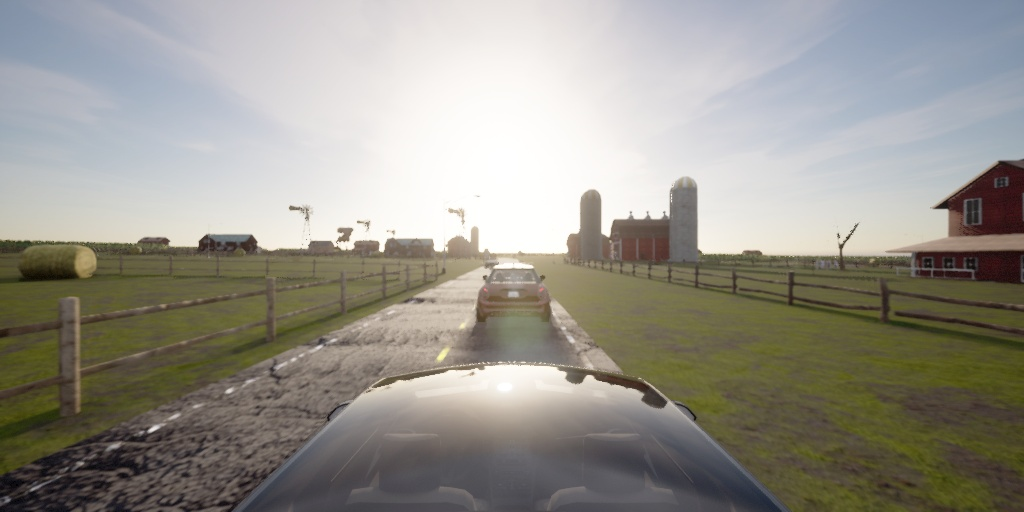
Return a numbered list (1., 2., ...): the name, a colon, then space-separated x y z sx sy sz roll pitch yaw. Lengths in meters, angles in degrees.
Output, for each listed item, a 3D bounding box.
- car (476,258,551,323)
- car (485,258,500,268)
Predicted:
1. car: 0.063 1.032 11.901 2.097 1.767 4.553 0 1 1
2. car: -2.786 0.962 51.957 1.994 1.385 4.181 0 0 0
